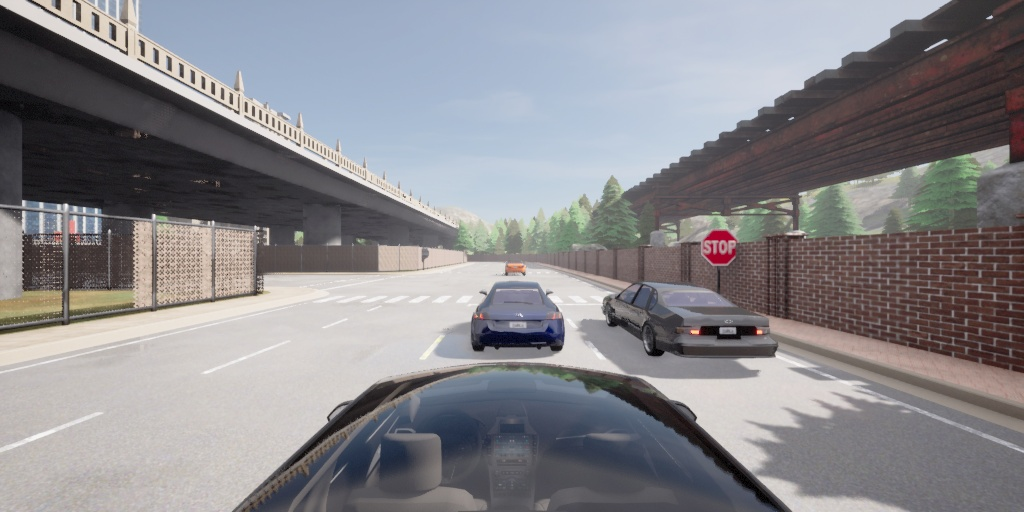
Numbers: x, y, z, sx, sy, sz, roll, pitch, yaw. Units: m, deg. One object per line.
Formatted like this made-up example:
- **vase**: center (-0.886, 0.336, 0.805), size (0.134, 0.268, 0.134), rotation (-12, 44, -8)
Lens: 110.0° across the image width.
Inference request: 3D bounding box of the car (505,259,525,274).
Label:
- **car**: center (0.327, 1.102, 38.849), size (2.097, 1.767, 4.553), rotation (0, 0, 0)

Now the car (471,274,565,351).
- **car**: center (0.116, 1.314, 8.993), size (1.994, 1.385, 4.181), rotation (0, 0, 0)

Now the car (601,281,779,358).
- **car**: center (3.615, 1.297, 8.513), size (2.033, 1.411, 5.357), rotation (0, 0, 0)
